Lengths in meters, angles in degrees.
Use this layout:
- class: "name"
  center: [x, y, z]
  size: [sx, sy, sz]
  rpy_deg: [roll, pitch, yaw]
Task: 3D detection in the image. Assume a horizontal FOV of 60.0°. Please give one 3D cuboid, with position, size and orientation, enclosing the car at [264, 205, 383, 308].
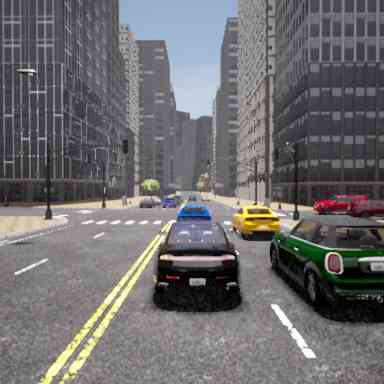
- class: "car"
  center: [3.361, 1.361, 8.082]
  size: [2.097, 1.767, 4.553]
  rpy_deg: [0, 0, 0]

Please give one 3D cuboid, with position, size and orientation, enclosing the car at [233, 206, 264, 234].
- class: "car"
  center: [3.377, 1.497, 18.187]
  size: [1.882, 1.535, 5.008]
  rpy_deg: [0, 0, 0]

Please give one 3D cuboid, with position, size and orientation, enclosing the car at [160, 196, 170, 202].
- class: "car"
  center: [-6.382, 1.607, 77.901]
  size: [1.994, 1.385, 4.181]
  rpy_deg: [0, 0, 0]

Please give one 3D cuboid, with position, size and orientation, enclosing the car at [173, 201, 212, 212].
- class: "car"
  center: [0.135, 1.498, 18.800]
  size: [1.882, 1.535, 5.008]
  rpy_deg: [0, 0, 1]

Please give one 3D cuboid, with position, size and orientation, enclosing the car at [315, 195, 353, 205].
- class: "car"
  center: [15.760, 1.384, 35.099]
  size: [5.566, 2.045, 2.150]
  rpy_deg: [1, 1, 1]

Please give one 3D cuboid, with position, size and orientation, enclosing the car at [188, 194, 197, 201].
- class: "car"
  center: [0.123, 1.402, 80.516]
  size: [2.097, 1.767, 4.553]
  rpy_deg: [0, 0, 0]

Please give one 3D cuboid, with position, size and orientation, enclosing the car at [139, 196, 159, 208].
- class: "car"
  center: [-6.511, 1.592, 49.014]
  size: [2.033, 1.411, 5.357]
  rpy_deg: [0, 0, 0]

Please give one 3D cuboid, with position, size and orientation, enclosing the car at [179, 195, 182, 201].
- class: "car"
  center: [-3.236, 1.612, 58.186]
  size: [1.994, 1.385, 4.181]
  rpy_deg: [0, 0, 1]

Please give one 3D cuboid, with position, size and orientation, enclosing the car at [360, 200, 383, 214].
- class: "car"
  center: [21.866, 1.703, 37.593]
  size: [4.829, 1.417, 1.752]
  rpy_deg: [1, 0, 1]

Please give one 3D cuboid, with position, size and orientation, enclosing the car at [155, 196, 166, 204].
- class: "car"
  center: [-6.405, 1.557, 67.922]
  size: [1.837, 1.490, 4.892]
  rpy_deg: [0, 0, 0]

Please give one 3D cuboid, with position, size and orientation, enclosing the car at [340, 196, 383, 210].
- class: "car"
  center: [16.245, 1.566, 29.315]
  size: [5.009, 1.841, 2.192]
  rpy_deg: [1, 0, 1]

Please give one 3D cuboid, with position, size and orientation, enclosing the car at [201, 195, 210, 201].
- class: "car"
  center: [3.374, 1.642, 80.570]
  size: [1.895, 1.301, 4.718]
  rpy_deg: [0, 0, 0]

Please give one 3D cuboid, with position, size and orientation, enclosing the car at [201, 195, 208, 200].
- class: "car"
  center: [3.389, 1.482, 90.572]
  size: [1.895, 1.301, 4.718]
  rpy_deg: [0, 0, 0]

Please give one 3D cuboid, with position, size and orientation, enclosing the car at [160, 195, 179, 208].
- class: "car"
  center: [-3.265, 1.570, 49.441]
  size: [1.812, 1.442, 4.674]
  rpy_deg: [0, 0, 0]

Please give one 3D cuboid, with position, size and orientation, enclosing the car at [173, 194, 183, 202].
- class: "car"
  center: [-3.133, 1.409, 77.065]
  size: [2.097, 1.767, 4.553]
  rpy_deg: [0, 0, 0]

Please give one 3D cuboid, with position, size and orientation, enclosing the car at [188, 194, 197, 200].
- class: "car"
  center: [0.139, 1.412, 90.548]
  size: [2.128, 1.511, 4.902]
  rpy_deg: [0, 0, 0]

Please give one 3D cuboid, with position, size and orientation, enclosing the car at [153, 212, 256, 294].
- class: "car"
  center: [0.111, 1.502, 8.787]
  size: [2.128, 1.511, 4.902]
  rpy_deg: [0, 0, 0]
